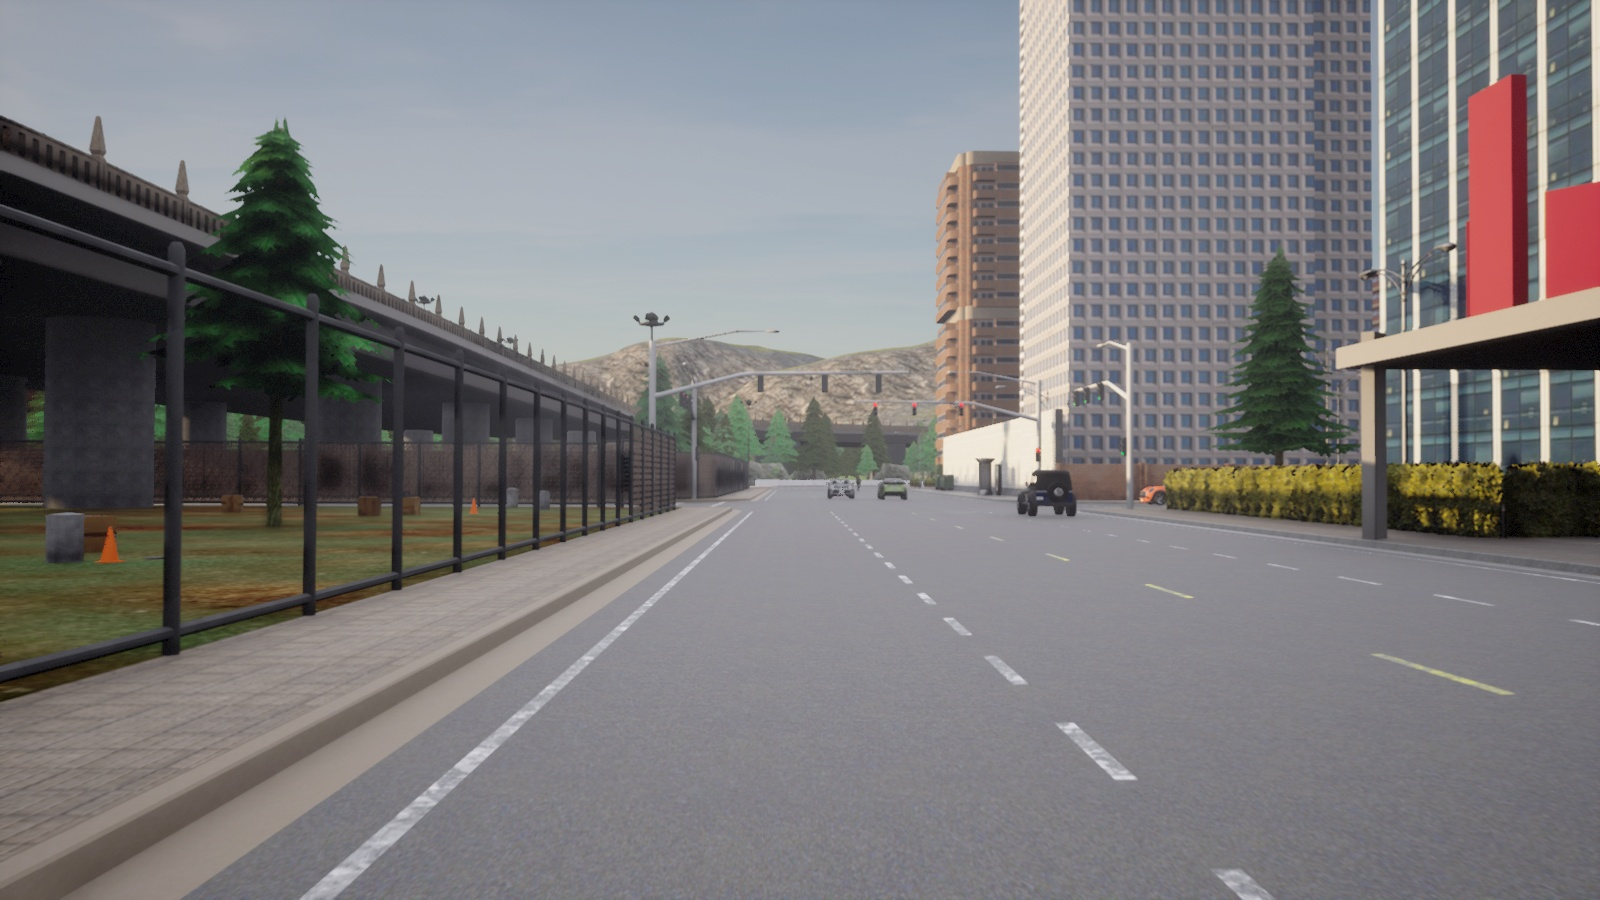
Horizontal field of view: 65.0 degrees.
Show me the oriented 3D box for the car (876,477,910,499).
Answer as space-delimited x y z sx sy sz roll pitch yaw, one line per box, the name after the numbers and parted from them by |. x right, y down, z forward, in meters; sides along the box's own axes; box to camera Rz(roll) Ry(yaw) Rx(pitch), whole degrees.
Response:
6.446 2.624 87.610 2.007 1.525 4.514 0 -1 0 | car

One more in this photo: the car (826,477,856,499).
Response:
2.924 2.711 90.138 1.970 1.475 3.806 0 -1 0 | car

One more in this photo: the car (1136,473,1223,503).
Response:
22.569 2.251 74.860 4.553 1.767 2.097 0 -1 0 | car

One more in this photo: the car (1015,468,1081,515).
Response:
10.168 1.688 51.752 1.905 1.878 3.866 0 -1 0 | car
